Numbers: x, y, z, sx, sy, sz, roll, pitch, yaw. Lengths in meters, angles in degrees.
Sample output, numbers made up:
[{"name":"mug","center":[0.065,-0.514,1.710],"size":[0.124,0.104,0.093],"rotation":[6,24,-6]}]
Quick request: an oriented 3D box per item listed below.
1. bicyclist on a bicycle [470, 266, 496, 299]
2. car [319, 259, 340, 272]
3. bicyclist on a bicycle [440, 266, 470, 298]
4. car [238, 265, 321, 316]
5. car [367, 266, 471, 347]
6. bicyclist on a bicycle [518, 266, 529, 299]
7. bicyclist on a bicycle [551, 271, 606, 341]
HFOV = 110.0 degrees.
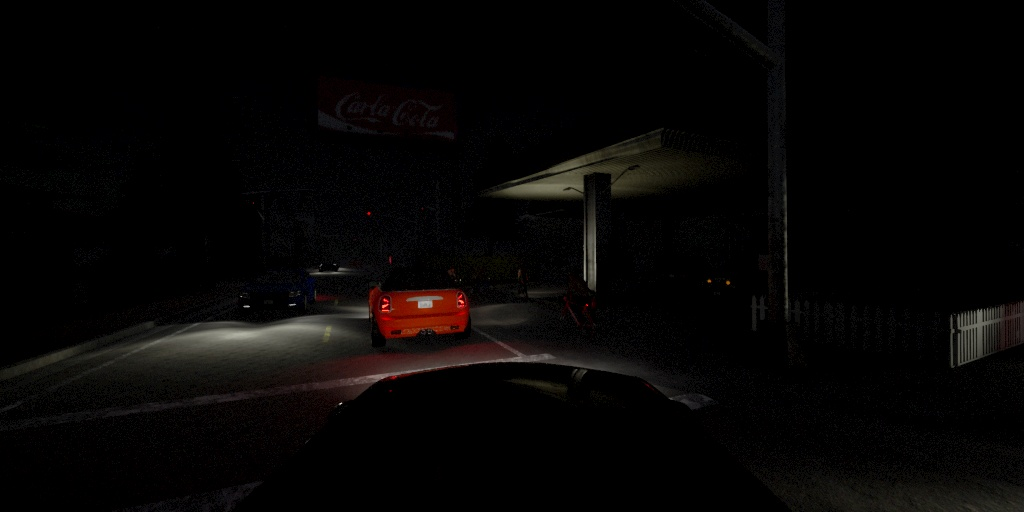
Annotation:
[{"name":"bicyclist on a bicycle","center":[-1.549,1.308,17.834],"size":[1.656,1.620,0.582],"rotation":[1,0,-22]},{"name":"car","center":[-23.939,1.166,46.798],"size":[2.097,1.767,4.553],"rotation":[0,0,-24]},{"name":"bicyclist on a bicycle","center":[-2.838,1.280,16.435],"size":[1.656,1.620,0.582],"rotation":[1,0,36]},{"name":"car","center":[-8.653,1.211,13.571],"size":[1.882,1.535,5.008],"rotation":[1,-1,-24]},{"name":"car","center":[-2.624,1.031,9.418],"size":[2.097,1.767,4.553],"rotation":[0,0,-23]},{"name":"bicyclist on a bicycle","center":[0.558,1.304,17.977],"size":[0.582,1.620,1.656],"rotation":[0,0,15]},{"name":"bicyclist on a bicycle","center":[1.595,1.191,8.781],"size":[0.582,1.620,1.656],"rotation":[3,-2,-43]}]
